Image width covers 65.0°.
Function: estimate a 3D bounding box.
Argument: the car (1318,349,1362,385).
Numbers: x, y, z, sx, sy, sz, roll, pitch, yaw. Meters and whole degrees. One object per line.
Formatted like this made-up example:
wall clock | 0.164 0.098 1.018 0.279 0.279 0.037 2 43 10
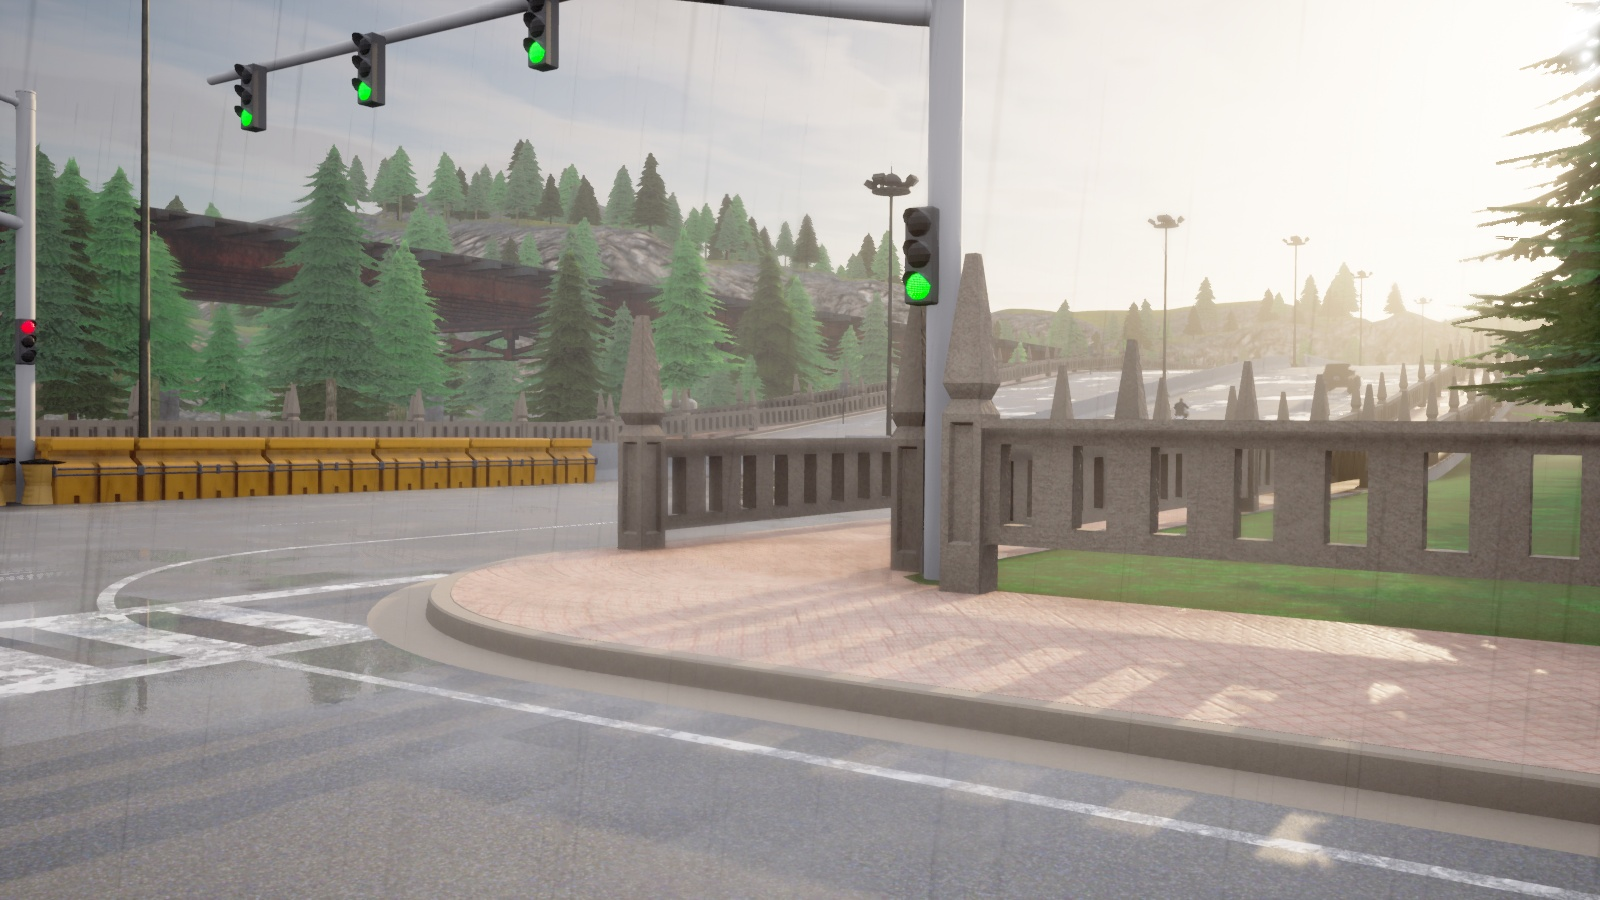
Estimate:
car | 34.156 -5.252 79.392 1.905 1.878 3.866 0 8 34
